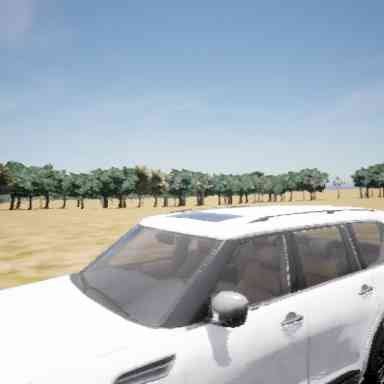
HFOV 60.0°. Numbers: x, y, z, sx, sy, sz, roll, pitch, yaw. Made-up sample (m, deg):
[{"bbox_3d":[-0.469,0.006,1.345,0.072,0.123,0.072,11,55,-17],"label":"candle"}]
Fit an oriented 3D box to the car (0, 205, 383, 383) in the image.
[{"bbox_3d":[0.282,1.211,3.532,5.566,2.045,2.150,0,0,-35],"label":"car"}]
